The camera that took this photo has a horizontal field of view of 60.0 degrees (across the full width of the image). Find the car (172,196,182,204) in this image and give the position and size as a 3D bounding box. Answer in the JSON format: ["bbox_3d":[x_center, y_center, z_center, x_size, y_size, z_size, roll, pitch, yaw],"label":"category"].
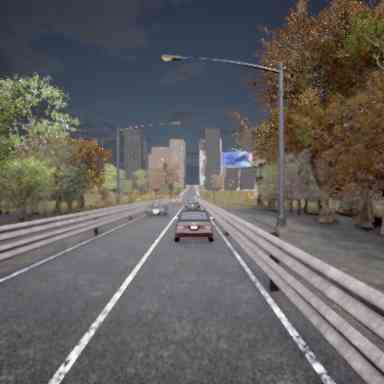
[{"bbox_3d":[-3.306,1.729,73.810,2.097,1.767,4.553,0,0,0],"label":"car"}]

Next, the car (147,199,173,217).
[{"bbox_3d":[-3.354,1.678,33.256,2.128,1.511,4.902,0,0,0],"label":"car"}]

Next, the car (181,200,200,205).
[{"bbox_3d":[0.084,1.751,42.791,2.128,1.511,4.902,0,0,0],"label":"car"}]

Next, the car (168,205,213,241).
[{"bbox_3d":[0.095,1.610,17.006,2.033,1.411,5.357,0,0,0],"label":"car"}]
